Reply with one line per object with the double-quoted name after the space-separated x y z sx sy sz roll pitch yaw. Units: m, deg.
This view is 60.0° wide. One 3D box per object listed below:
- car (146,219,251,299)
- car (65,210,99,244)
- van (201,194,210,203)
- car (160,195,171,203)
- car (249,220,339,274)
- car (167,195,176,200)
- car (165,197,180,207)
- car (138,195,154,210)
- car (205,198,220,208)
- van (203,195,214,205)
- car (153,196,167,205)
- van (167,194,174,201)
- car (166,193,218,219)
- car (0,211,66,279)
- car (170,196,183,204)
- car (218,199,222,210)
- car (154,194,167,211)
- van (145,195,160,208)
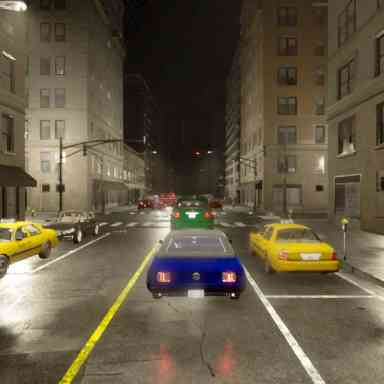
0.087 1.601 8.387 1.895 1.301 4.718 0 0 0 "car"
-5.660 1.552 15.687 2.008 1.369 4.403 0 0 0 "car"
2.897 1.368 69.963 1.690 1.788 3.998 0 0 0 "van"
-5.628 1.467 69.968 1.967 1.590 4.097 0 0 0 "car"
2.862 1.526 10.326 1.752 1.417 4.829 0 0 0 "car"
-5.615 1.591 91.973 2.008 1.369 4.403 0 0 0 "car"
-3.060 1.511 53.607 2.128 1.511 4.902 0 0 0 "car"
-5.645 1.328 42.462 2.192 1.841 5.009 0 0 0 "car"
2.885 1.582 47.957 1.947 1.339 4.313 0 0 0 "car"
2.891 1.363 58.960 1.690 1.788 3.998 0 0 0 "van"
-5.635 1.462 58.965 1.967 1.590 4.097 0 0 0 "car"
-5.618 1.377 86.473 1.690 1.788 3.998 0 0 0 "van"
0.011 1.224 18.153 2.150 2.045 5.566 0 0 0 "car"
-5.663 1.526 9.992 1.752 1.417 4.829 0 0 0 "car"
-3.002 1.517 65.312 2.128 1.511 4.902 0 0 1 "car"
2.881 1.557 42.456 1.887 1.381 4.507 0 0 0 "car"
-3.081 1.237 41.817 2.150 2.045 5.566 0 0 0 "car"
-5.641 1.357 47.962 1.690 1.788 3.998 0 0 0 "van"
